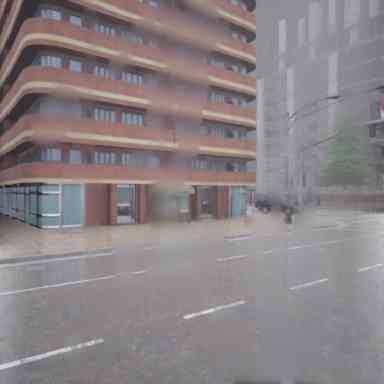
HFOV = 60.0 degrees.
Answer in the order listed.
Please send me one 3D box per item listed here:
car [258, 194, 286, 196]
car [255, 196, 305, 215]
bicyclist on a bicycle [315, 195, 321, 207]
[{"bbox_3d":[9.678,1.220,37.728,2.150,2.045,5.566,0,0,-36],"label":"car"},{"bbox_3d":[8.852,1.489,32.931,2.128,1.511,4.902,0,0,-36],"label":"car"},{"bbox_3d":[17.790,1.297,46.928,1.656,1.620,0.582,0,0,-36],"label":"bicyclist on a bicycle"}]
